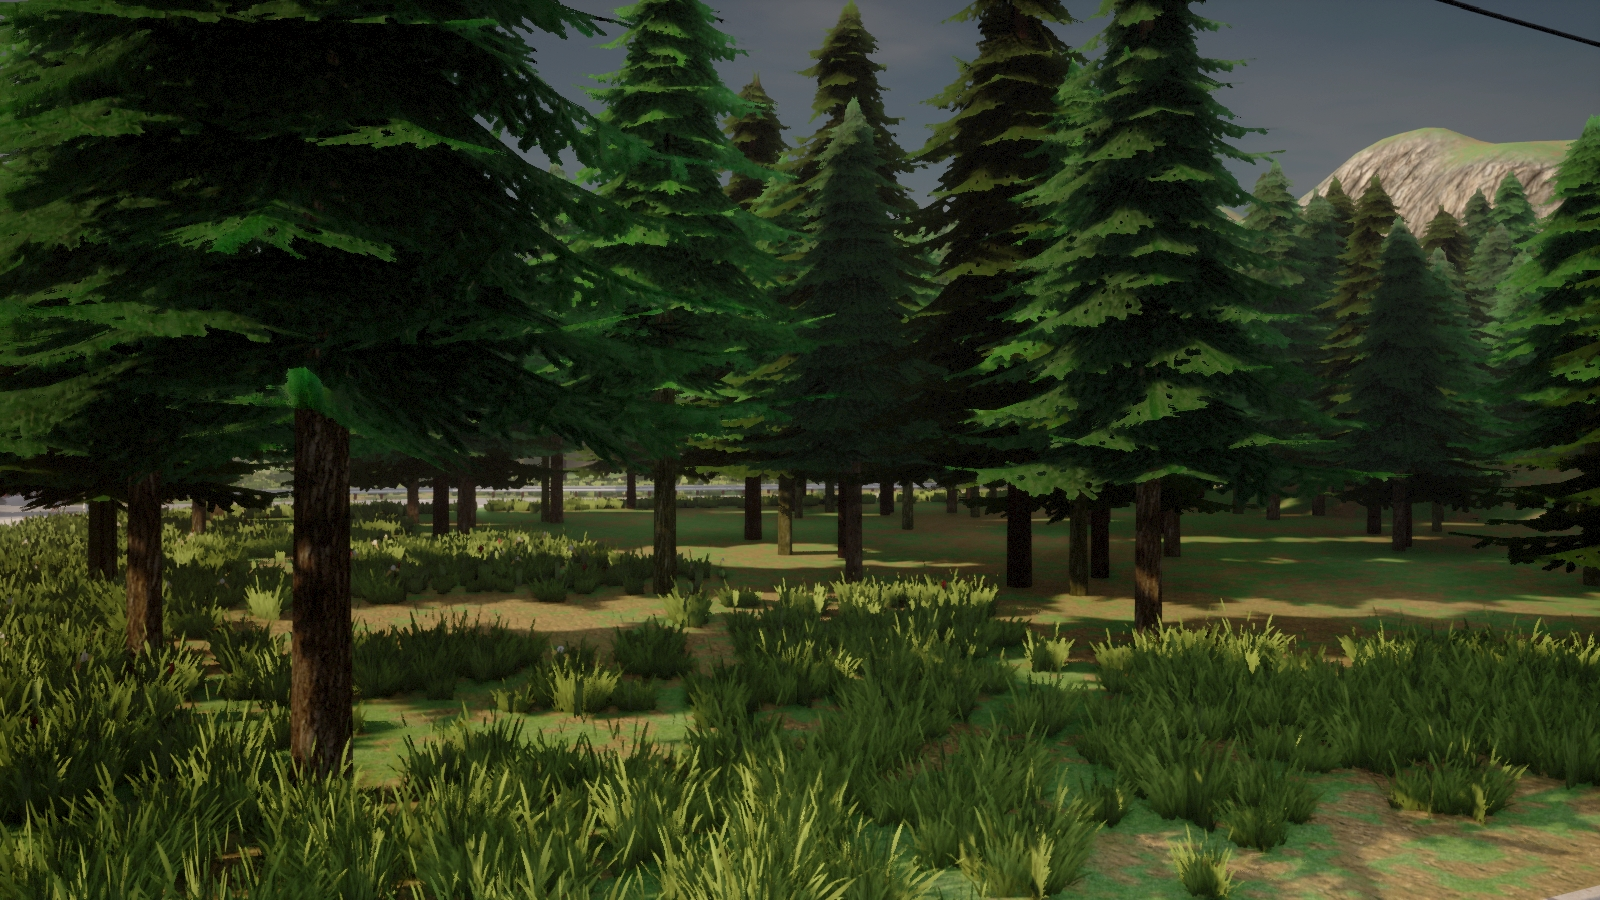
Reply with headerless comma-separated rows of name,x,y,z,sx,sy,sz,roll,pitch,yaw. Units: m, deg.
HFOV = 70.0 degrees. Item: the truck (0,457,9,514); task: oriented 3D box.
truck,-36.970,1.553,48.288,2.627,2.467,5.204,-1,0,27
